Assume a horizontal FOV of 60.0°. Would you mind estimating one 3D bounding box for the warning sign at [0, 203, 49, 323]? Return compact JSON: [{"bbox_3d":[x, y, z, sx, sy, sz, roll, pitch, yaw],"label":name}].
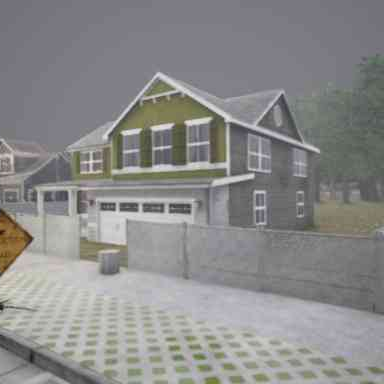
[{"bbox_3d":[-3.361,1.148,5.712,1.060,1.860,1.300,0,0,35],"label":"warning sign"}]
